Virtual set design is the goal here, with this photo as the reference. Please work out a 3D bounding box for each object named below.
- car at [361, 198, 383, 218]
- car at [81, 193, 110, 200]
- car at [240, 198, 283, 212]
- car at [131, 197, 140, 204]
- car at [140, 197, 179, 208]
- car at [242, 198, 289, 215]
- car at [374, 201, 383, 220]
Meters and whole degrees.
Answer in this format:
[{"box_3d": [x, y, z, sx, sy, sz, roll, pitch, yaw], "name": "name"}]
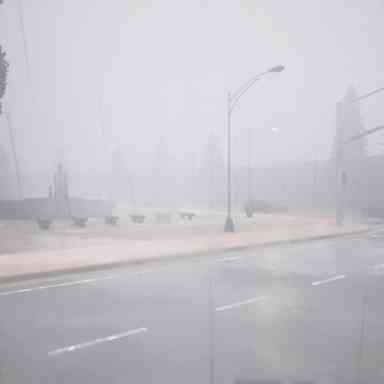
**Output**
[{"box_3d": [16.685, 1.352, 27.705, 2.097, 1.767, 4.553, 0, 0, -36], "name": "car"}, {"box_3d": [-18.646, 1.221, 63.939, 5.566, 2.045, 2.150, 0, 0, 10], "name": "car"}, {"box_3d": [8.118, 1.477, 39.362, 1.882, 1.535, 5.008, 0, 0, -39], "name": "car"}, {"box_3d": [-9.106, 1.564, 61.192, 4.181, 1.385, 1.994, 0, 0, 22], "name": "car"}, {"box_3d": [-4.607, 1.601, 46.934, 4.718, 1.301, 1.895, 0, 0, 33], "name": "car"}, {"box_3d": [7.654, 1.506, 34.167, 1.837, 1.490, 4.892, 0, 0, -37], "name": "car"}, {"box_3d": [14.459, 1.547, 21.473, 2.033, 1.411, 5.357, 0, 0, -1], "name": "car"}]
